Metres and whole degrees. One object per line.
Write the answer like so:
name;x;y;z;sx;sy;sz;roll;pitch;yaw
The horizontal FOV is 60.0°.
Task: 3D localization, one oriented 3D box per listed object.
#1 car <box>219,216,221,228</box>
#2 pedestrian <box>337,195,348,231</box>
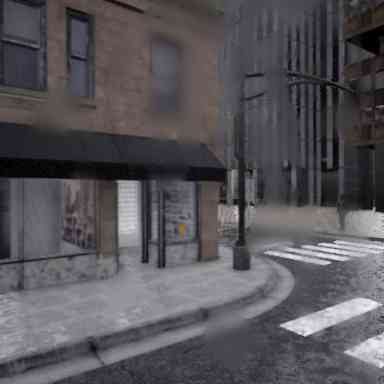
car;-0.802;1.192;18.662;2.150;2.045;5.566;0;0;-37
pedestrian;7.805;1.075;17.286;0.375;1.860;0.375;0;0;-35
